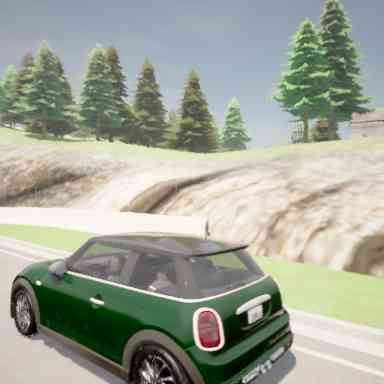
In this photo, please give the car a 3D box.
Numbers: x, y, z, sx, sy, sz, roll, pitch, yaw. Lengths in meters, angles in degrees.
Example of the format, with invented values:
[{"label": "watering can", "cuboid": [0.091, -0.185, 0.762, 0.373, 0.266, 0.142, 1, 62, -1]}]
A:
[{"label": "car", "cuboid": [-0.916, 1.390, 5.102, 4.553, 1.767, 2.097, 0, -1, 40]}]
